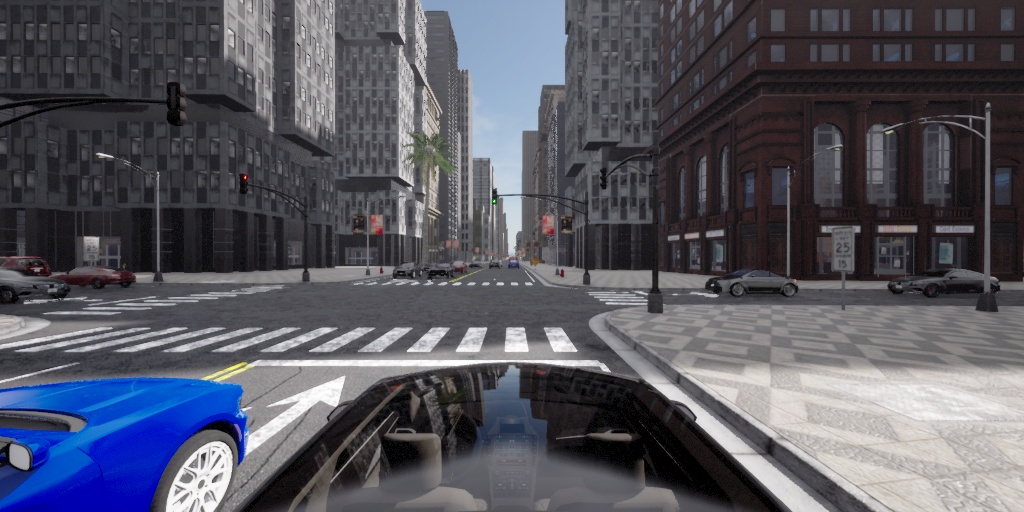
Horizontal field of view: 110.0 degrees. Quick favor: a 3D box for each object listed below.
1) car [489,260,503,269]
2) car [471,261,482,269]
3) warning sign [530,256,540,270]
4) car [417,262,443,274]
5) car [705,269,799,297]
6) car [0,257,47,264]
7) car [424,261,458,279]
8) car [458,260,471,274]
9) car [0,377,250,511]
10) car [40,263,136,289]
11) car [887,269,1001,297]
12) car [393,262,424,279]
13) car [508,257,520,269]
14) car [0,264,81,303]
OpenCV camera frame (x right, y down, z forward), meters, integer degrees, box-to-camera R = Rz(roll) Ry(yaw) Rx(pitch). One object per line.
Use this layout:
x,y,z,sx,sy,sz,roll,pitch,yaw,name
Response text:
-2.964,1.458,62.464,1.837,1.490,4.892,0,-1,0,car
-6.278,1.545,61.476,1.895,1.301,4.718,0,-1,1,car
3.064,0.955,47.301,1.300,1.860,1.060,0,0,0,warning sign
-9.649,1.381,42.570,1.994,1.385,4.181,0,0,1,car
12.700,1.387,19.142,4.181,1.385,1.994,0,0,0,car
-30.616,0.951,21.288,5.009,1.841,2.192,0,0,-1,car
-6.454,1.381,33.020,1.895,1.301,4.718,0,0,-2,car
-6.409,1.293,42.133,1.882,1.535,5.008,0,0,0,car
-3.155,1.228,0.978,1.882,1.535,5.008,0,0,0,car
-24.977,1.238,21.348,4.207,1.307,1.802,0,0,-1,car
22.930,1.395,19.083,4.674,1.442,1.812,0,0,0,car
-9.733,1.287,33.642,1.837,1.490,4.892,0,0,-2,car
0.330,1.428,62.142,1.882,1.535,5.008,0,0,1,car
-22.285,1.220,15.608,4.674,1.442,1.812,0,0,1,car
